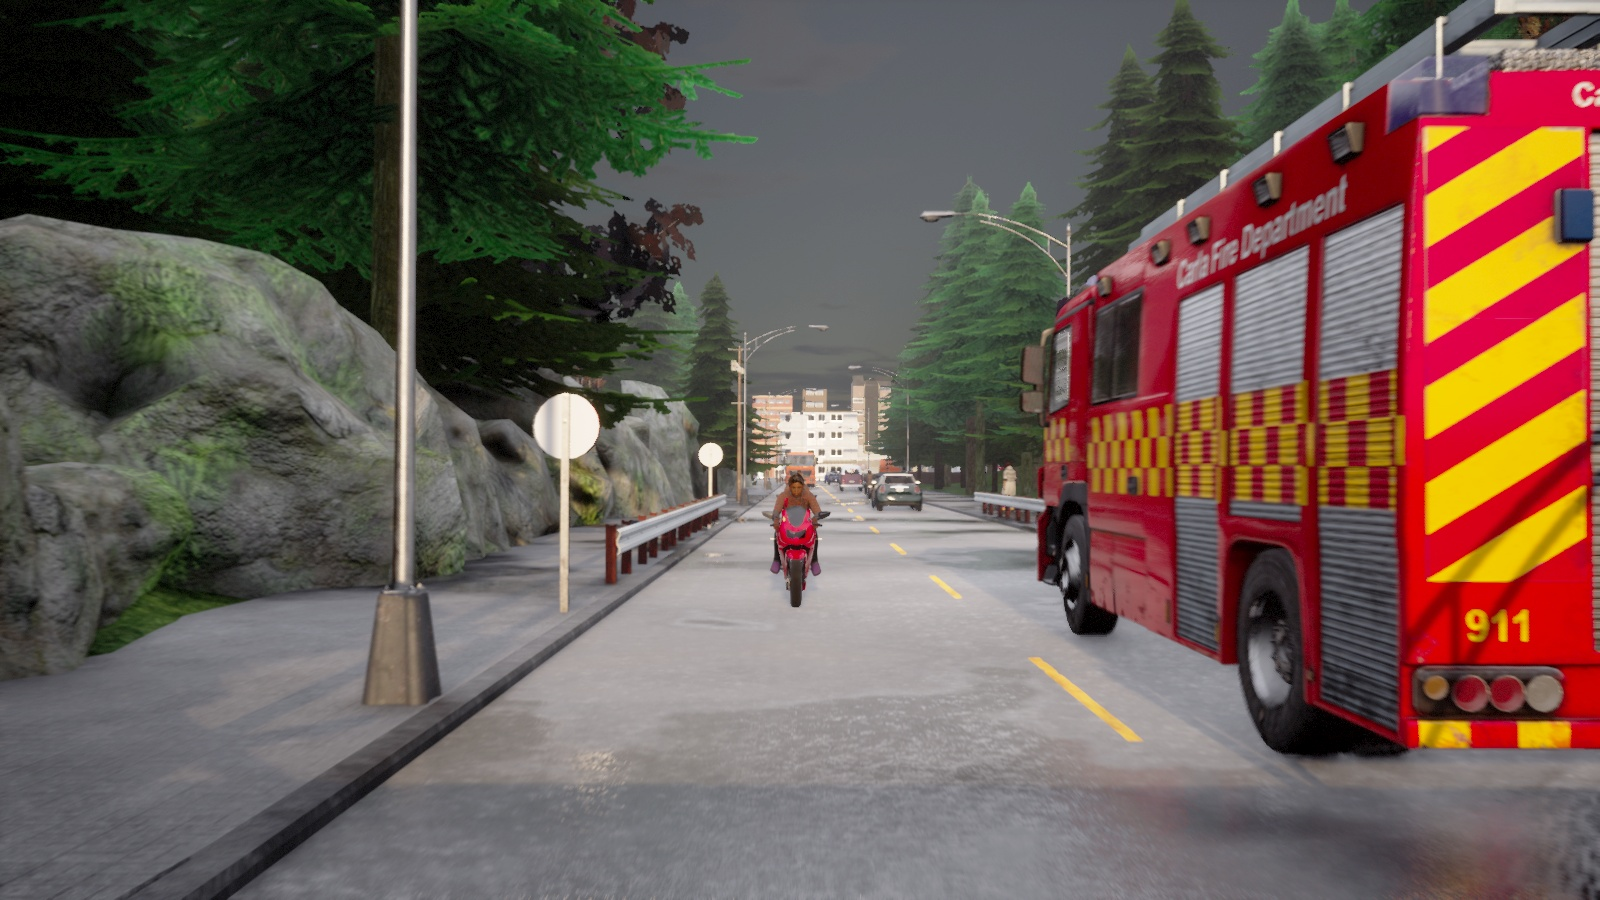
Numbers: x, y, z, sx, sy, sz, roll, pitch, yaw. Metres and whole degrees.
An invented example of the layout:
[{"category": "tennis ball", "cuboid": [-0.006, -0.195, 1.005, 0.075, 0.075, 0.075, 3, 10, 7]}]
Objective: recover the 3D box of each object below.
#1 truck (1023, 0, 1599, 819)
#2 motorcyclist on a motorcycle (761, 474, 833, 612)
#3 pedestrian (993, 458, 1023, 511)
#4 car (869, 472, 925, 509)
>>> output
[{"category": "truck", "cuboid": [3.974, -0.200, 9.882, 2.891, 3.827, 8.468, 0, -1, 0]}, {"category": "motorcyclist on a motorcycle", "cuboid": [-0.034, 1.048, 14.978, 0.797, 1.523, 2.044, 0, -1, 0]}, {"category": "pedestrian", "cuboid": [7.666, 1.270, 46.315, 0.659, 1.952, 0.873, 0, -1, -33]}, {"category": "car", "cuboid": [3.940, 1.627, 51.494, 1.970, 1.475, 3.806, 0, -1, 0]}]
